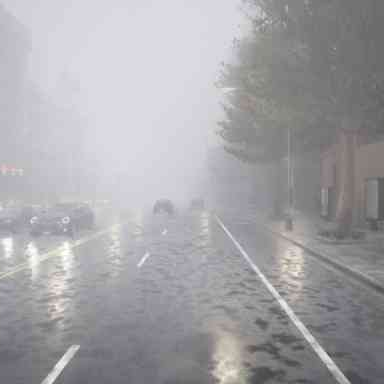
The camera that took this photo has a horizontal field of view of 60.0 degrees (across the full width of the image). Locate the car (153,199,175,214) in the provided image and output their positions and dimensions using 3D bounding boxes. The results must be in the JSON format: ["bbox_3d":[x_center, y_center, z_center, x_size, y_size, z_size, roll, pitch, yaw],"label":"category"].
[{"bbox_3d":[-2.930,1.504,34.929,1.837,1.490,4.892,0,0,1],"label":"car"}]

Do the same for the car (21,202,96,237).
[{"bbox_3d":[-6.818,1.352,17.909,2.097,1.767,4.553,0,0,1],"label":"car"}]

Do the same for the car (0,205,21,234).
[{"bbox_3d":[-10.285,1.525,19.437,1.812,1.442,4.674,0,0,1],"label":"car"}]

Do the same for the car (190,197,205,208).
[{"bbox_3d":[0.740,1.504,47.427,1.837,1.490,4.892,0,0,1],"label":"car"}]
